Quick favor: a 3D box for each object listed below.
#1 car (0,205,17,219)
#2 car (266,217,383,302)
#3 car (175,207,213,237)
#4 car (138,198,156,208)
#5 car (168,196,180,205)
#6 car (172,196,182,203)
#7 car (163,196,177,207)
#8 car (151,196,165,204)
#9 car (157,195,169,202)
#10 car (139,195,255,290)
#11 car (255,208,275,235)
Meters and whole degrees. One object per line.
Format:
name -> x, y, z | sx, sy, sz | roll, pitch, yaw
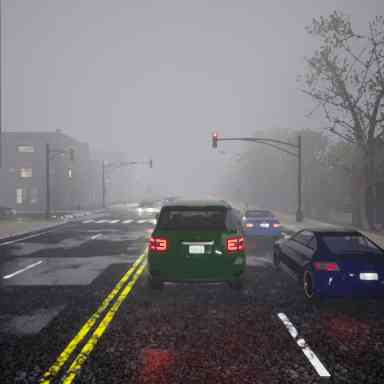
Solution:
car -> -19.688, 1.785, 32.231 | 4.902, 1.511, 2.128 | -1, 1, -1
car -> 3.358, 1.562, 8.288 | 1.994, 1.385, 4.181 | 0, 0, 0
car -> 0.126, 1.597, 18.969 | 1.895, 1.301, 4.718 | 0, 0, 0
car -> -6.560, 1.593, 49.003 | 1.895, 1.301, 4.718 | 0, 0, 0
car -> -3.305, 1.470, 61.057 | 1.882, 1.535, 5.008 | 0, 0, 0
car -> -3.260, 1.516, 72.376 | 1.812, 1.442, 4.674 | 0, 0, 0
car -> -3.310, 1.470, 50.689 | 1.882, 1.535, 5.008 | 0, 0, 0
car -> -6.539, 1.539, 64.276 | 2.033, 1.411, 5.357 | 0, 0, 0
car -> -6.513, 1.517, 74.916 | 2.128, 1.511, 4.902 | 0, 0, 0
car -> 0.111, 1.220, 9.211 | 2.150, 2.045, 5.566 | 0, 0, 0
car -> 3.338, 1.544, 17.515 | 2.033, 1.411, 5.357 | 0, 0, 3
